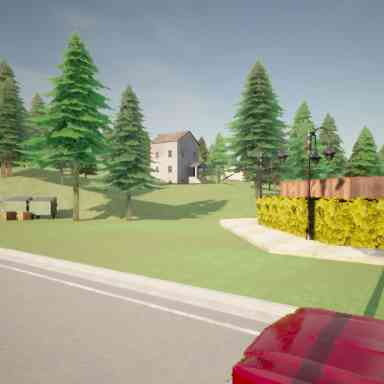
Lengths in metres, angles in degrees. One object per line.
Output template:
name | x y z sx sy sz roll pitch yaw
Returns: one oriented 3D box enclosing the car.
car | 2.573 1.601 2.147 4.718 1.301 1.895 0 0 36
